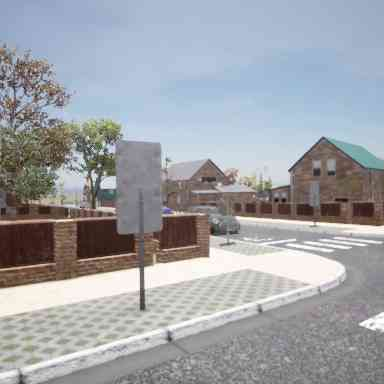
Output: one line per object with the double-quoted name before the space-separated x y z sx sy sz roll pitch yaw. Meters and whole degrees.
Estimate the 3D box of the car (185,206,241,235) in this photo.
"car" 1.128 1.722 21.633 2.097 1.767 4.553 -1 -1 -30

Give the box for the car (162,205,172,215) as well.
"car" -3.704 2.131 35.495 1.812 1.442 4.674 -1 -1 -30

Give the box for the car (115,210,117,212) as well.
"car" -6.897 2.252 35.332 1.994 1.385 4.181 -1 0 -30

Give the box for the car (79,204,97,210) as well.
"car" -16.082 2.574 51.176 1.882 1.535 5.008 -1 -1 -30
